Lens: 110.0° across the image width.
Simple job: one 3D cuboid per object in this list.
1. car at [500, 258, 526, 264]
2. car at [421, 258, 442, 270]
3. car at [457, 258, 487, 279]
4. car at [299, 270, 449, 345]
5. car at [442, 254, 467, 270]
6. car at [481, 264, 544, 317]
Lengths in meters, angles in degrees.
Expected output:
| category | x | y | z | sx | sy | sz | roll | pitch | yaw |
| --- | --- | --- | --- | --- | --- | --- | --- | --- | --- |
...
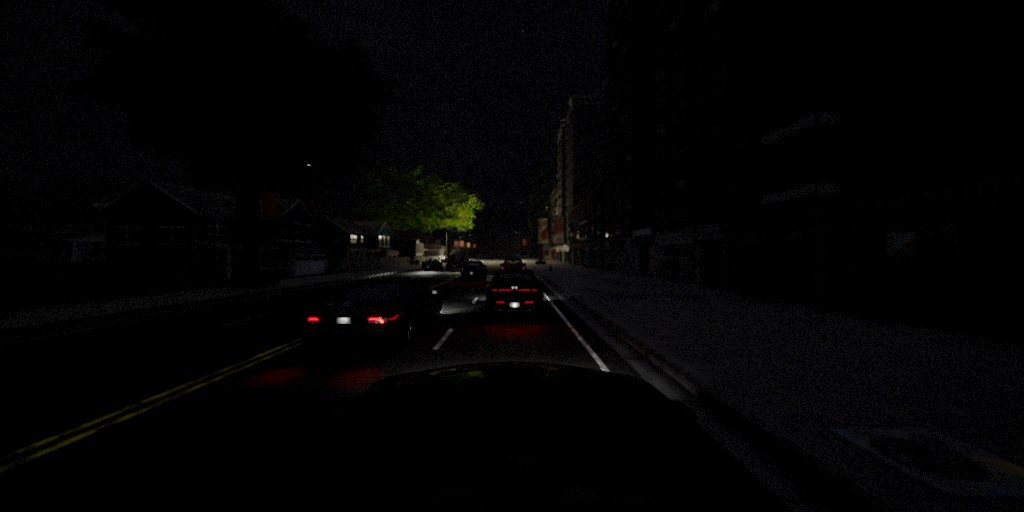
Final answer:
| category | x | y | z | sx | sy | sz | roll | pitch | yaw |
| --- | --- | --- | --- | --- | --- | --- | --- | --- | --- |
| car | 0.100 | 0.969 | 28.930 | 2.097 | 1.767 | 4.553 | 0 | 0 | 0 |
| car | -9.815 | 1.025 | 44.316 | 2.128 | 1.511 | 4.902 | 0 | 0 | 0 |
| car | -3.145 | 1.137 | 30.186 | 1.812 | 1.442 | 4.674 | 0 | 0 | 0 |
| car | -3.179 | 1.261 | 9.322 | 2.033 | 1.411 | 5.357 | 0 | 0 | 0 |
| car | -6.569 | 0.761 | 43.430 | 2.150 | 2.045 | 5.566 | 0 | 0 | 0 |
| car | 0.089 | 1.199 | 12.972 | 1.837 | 1.490 | 4.892 | 0 | 0 | 0 |
